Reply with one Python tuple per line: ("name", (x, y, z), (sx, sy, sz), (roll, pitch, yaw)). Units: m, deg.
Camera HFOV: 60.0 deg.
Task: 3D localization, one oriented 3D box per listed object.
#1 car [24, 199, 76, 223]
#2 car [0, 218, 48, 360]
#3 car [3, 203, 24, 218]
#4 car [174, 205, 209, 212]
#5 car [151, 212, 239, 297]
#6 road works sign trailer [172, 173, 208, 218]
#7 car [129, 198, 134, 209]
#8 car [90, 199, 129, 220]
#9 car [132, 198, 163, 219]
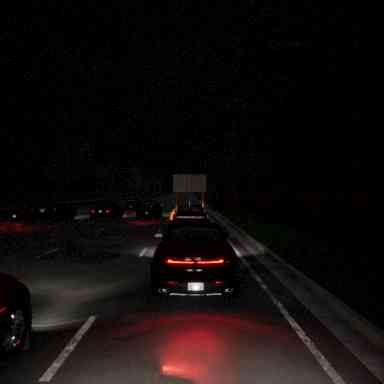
("car", (-10.575, 1.354, 25.582), (2.097, 1.767, 4.553), (0, 0, 0))
("car", (-3.412, 1.353, 3.091), (2.097, 1.767, 4.553), (0, 0, 0))
("car", (-14.100, 1.603, 28.652), (1.895, 1.301, 4.718), (0, 0, 0))
("car", (-0.044, 1.489, 18.972), (2.128, 1.511, 4.902), (1, 0, 1))
("car", (0.054, 1.505, 8.586), (1.837, 1.490, 4.892), (0, 0, 0))
("road works sign trailer", (-0.169, 0.466, 22.842), (2.380, 3.560, 2.880), (0, 0, -3))
("car", (-7.197, 1.528, 41.317), (1.812, 1.442, 4.674), (0, 0, 0))
("car", (-7.097, 1.548, 28.141), (2.033, 1.411, 5.357), (0, 0, -1))
("car", (-3.600, 1.479, 28.749), (1.882, 1.535, 5.008), (0, 0, 0))
